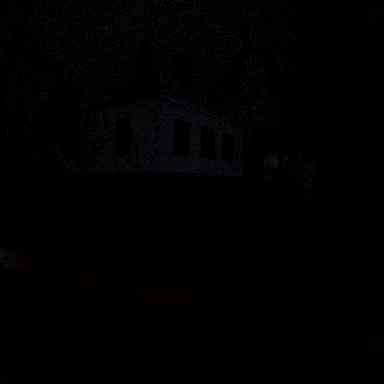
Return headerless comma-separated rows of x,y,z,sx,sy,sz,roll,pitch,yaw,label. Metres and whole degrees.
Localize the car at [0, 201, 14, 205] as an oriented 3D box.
-16.389,1.472,26.479,2.128,1.511,4.902,0,0,29,car
